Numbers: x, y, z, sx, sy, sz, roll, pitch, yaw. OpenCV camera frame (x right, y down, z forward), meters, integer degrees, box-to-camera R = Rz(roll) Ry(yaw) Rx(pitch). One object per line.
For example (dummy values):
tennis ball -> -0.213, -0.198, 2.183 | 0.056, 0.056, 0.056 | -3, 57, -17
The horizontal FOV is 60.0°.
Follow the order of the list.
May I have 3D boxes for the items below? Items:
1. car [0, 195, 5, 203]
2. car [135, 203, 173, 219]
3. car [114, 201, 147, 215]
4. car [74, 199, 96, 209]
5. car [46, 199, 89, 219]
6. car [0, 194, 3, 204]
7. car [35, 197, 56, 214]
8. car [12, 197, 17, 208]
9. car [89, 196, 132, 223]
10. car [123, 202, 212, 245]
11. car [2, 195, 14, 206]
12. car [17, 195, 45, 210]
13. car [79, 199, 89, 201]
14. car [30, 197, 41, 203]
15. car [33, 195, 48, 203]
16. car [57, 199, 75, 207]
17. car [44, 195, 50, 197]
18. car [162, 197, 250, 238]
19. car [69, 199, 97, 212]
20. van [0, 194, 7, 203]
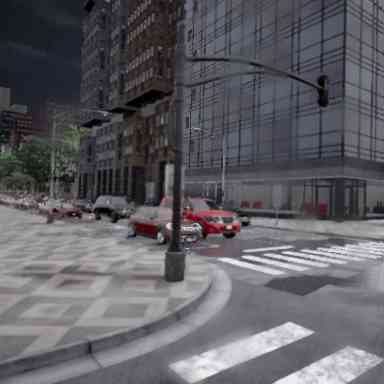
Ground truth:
car -> -42.673, 1.507, 73.342 | 1.967, 1.590, 4.097 | 2, -1, -35
car -> -3.872, 1.879, 33.604 | 1.947, 1.339, 4.313 | 2, -1, -35
car -> -7.156, 1.846, 38.210 | 1.752, 1.417, 4.829 | 2, -1, -35
car -> -16.616, 1.890, 51.473 | 2.008, 1.369, 4.403 | 2, -1, -35
car -> -10.811, 1.561, 28.661 | 1.887, 1.381, 4.507 | 2, -1, -35
car -> -33.114, 1.495, 59.939 | 1.967, 1.590, 4.097 | 2, -1, -35
car -> -13.899, 1.549, 32.991 | 1.752, 1.417, 4.829 | 2, -1, -35
car -> -23.558, 1.625, 46.532 | 1.802, 1.307, 4.206 | 2, -1, -35
car -> -5.974, 1.325, 26.477 | 2.150, 2.045, 5.566 | 2, -2, -36
car -> -1.267, 1.434, 15.286 | 1.967, 1.590, 4.097 | 2, -1, -37
car -> -29.831, 1.577, 55.331 | 1.752, 1.417, 4.829 | 2, -1, -35
car -> -20.368, 1.478, 42.067 | 1.967, 1.590, 4.097 | 2, -1, -35
car -> -12.166, 1.665, 35.158 | 2.033, 1.411, 5.357 | 2, -1, -35
car -> -39.015, 1.892, 82.882 | 1.752, 1.417, 4.829 | 2, -1, -35
car -> -35.725, 1.678, 78.280 | 2.192, 1.841, 5.009 | 2, -1, -35
car -> -22.988, 1.914, 60.407 | 1.947, 1.339, 4.313 | 2, -1, -35
car -> -29.531, 1.695, 68.947 | 2.097, 1.767, 4.553 | 2, -1, -35
car -> 0.170, 1.311, 17.869 | 2.150, 2.045, 5.566 | 2, -2, -35
car -> -14.408, 1.729, 43.698 | 2.128, 1.511, 4.902 | 2, -1, -35
van -> -39.484, 1.404, 68.876 | 1.690, 1.788, 3.998 | 2, -1, -35
